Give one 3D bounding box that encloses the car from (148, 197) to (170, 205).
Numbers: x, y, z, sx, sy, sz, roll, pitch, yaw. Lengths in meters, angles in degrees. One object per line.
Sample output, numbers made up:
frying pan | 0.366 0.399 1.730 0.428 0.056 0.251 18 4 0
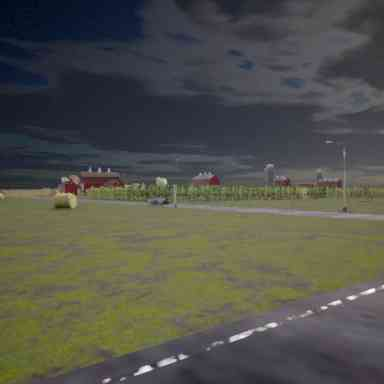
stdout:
car | -5.985 1.682 59.507 2.033 1.411 5.357 -1 0 -35
